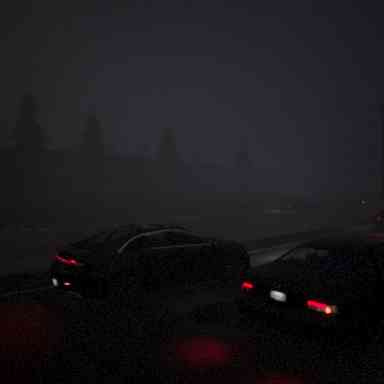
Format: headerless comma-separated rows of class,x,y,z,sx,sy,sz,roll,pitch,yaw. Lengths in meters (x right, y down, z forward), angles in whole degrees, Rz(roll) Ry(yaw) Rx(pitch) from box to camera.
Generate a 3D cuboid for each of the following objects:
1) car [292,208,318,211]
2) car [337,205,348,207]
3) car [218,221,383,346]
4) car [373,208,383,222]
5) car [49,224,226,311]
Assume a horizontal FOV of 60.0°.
car,12.293,1.596,36.685,1.895,1.301,4.718,0,0,38
car,18.534,1.524,38.914,2.033,1.411,5.357,0,0,39
car,3.178,1.544,6.404,5.357,1.411,2.033,0,0,-39
car,12.795,1.580,20.549,1.895,1.301,4.718,0,0,42
car,-0.706,1.502,7.845,4.902,1.511,2.128,0,0,-38
